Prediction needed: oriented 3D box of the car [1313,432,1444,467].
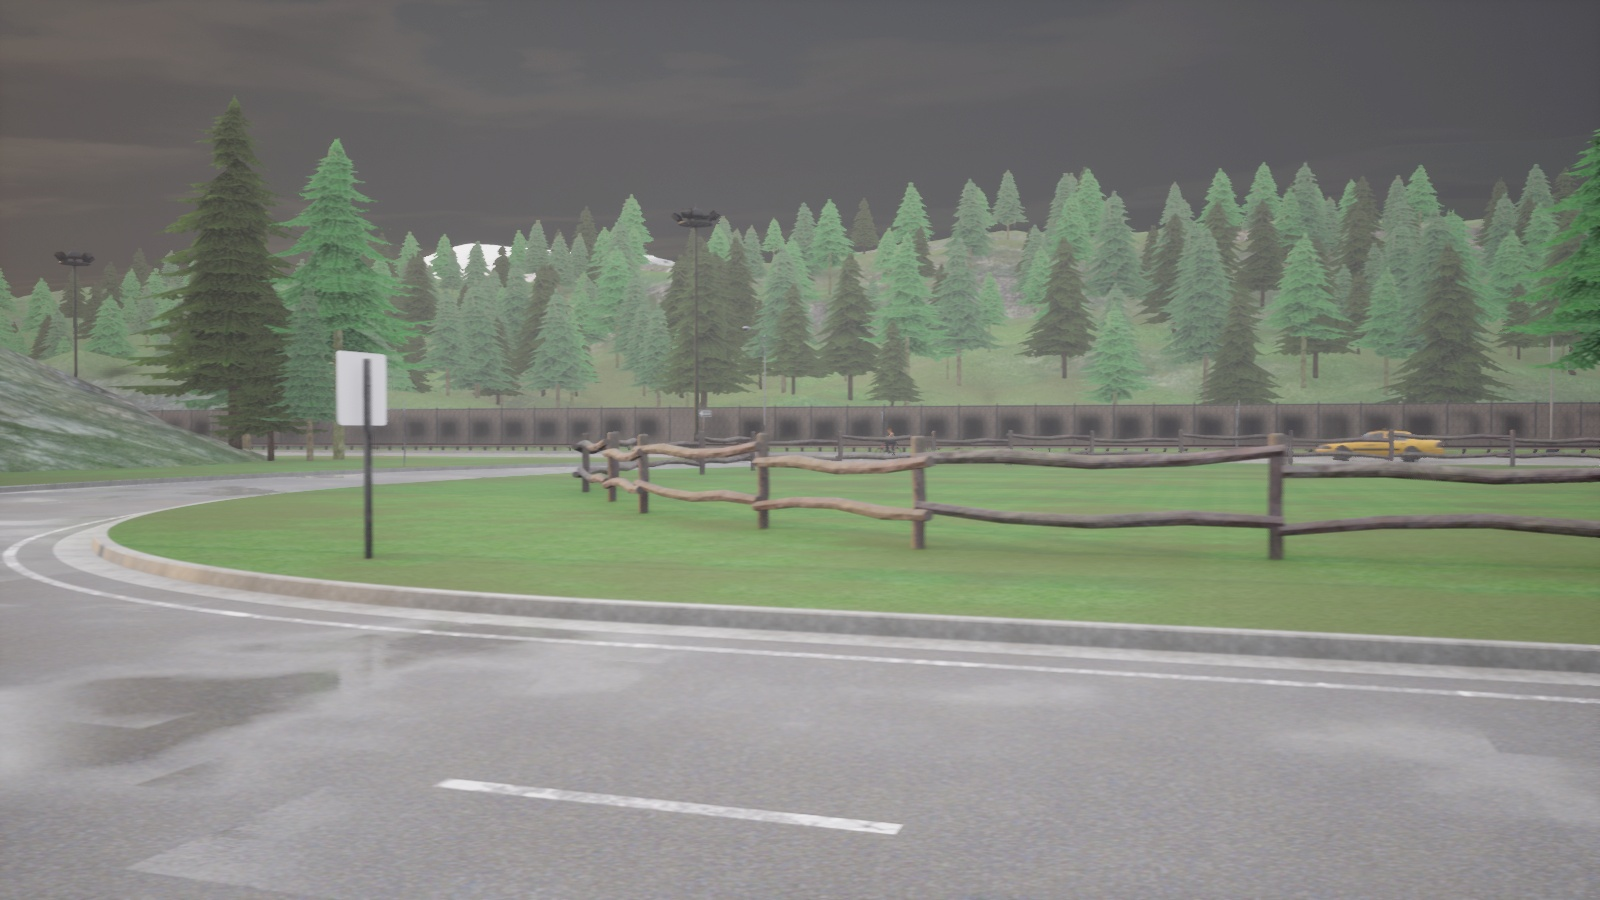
[{"bbox_3d":[26.850,-0.060,58.448,5.366,1.575,1.801,0,1,19],"label":"car"}]
